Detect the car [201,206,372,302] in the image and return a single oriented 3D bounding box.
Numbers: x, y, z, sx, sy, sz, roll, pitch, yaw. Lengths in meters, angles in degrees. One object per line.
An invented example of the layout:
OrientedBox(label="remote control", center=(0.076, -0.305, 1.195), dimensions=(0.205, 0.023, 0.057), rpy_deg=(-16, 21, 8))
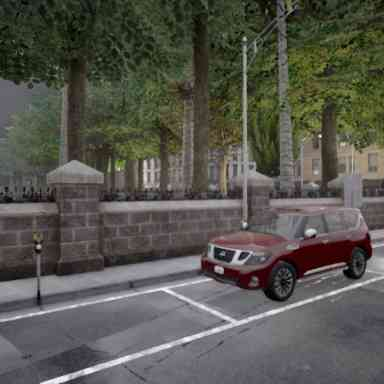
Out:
OrientedBox(label="car", center=(2.604, 1.310, 8.445), dimensions=(5.009, 1.841, 2.192), rpy_deg=(0, 0, -36))
